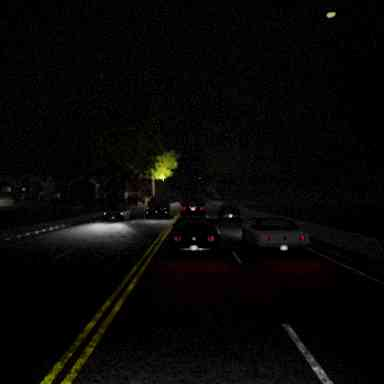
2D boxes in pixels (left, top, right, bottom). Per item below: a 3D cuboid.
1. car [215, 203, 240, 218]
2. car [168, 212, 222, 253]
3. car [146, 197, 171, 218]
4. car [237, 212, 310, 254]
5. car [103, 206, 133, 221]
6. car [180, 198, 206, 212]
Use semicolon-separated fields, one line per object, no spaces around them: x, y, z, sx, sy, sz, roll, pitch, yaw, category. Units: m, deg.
3.333;1.821;31.085;1.837;1.490;4.892;0;-1;0;car
0.088;1.748;14.299;1.895;1.301;4.718;0;-1;0;car
-3.360;1.570;34.206;2.150;2.045;5.566;0;-1;0;car
3.338;1.747;14.257;1.895;1.301;4.718;0;-1;0;car
-6.612;1.907;30.081;1.895;1.301;4.718;0;-1;0;car
0.084;1.528;30.089;2.150;2.045;5.566;0;-1;0;car
